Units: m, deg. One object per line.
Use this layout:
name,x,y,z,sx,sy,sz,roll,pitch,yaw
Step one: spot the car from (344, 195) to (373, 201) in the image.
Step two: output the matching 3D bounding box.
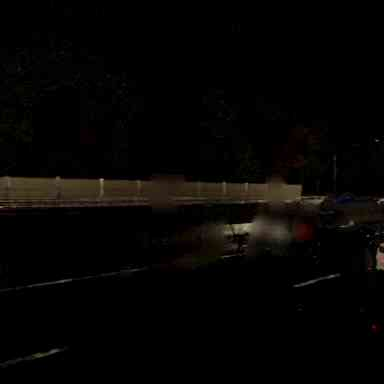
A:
car,21.511,1.465,41.834,4.674,1.442,1.812,0,1,-36

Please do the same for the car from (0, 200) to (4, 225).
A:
car,-13.930,1.245,19.727,4.674,1.442,1.812,0,0,-37

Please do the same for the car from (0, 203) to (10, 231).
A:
car,-11.817,1.324,16.936,4.181,1.385,1.994,0,0,-37

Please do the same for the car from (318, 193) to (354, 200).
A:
car,20.012,1.118,45.065,5.566,2.045,2.150,0,1,-36

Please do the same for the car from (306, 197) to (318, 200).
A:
car,17.558,1.386,47.600,4.674,1.442,1.812,0,1,-36

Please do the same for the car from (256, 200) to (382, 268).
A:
car,4.337,1.316,11.424,4.553,1.767,2.097,0,0,-37

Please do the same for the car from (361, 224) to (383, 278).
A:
car,6.583,1.531,8.733,4.674,1.442,1.812,0,0,-37

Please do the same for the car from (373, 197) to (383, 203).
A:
car,24.233,1.199,39.485,5.566,2.045,2.150,0,1,-36

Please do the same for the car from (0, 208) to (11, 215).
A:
car,-9.911,1.325,13.993,4.674,1.442,1.812,0,0,-37
